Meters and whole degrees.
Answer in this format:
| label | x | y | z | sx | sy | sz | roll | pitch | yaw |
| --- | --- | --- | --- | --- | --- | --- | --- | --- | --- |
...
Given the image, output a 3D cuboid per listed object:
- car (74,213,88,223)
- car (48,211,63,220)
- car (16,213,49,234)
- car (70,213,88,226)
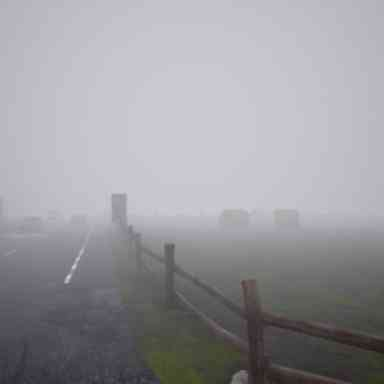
| label | x | y | z | sx | sy | sz | roll | pitch | yaw |
| --- | --- | --- | --- | --- | --- | --- | --- | --- | --- |
| car | -17.627 | 4.097 | 53.082 | 1.895 | 1.301 | 4.718 | 0 | -2 | -16 |
| car | -19.592 | 3.358 | 47.328 | 2.097 | 1.767 | 4.553 | 0 | -2 | -16 |
| car | -15.196 | 3.057 | 31.544 | 1.837 | 1.490 | 4.892 | 0 | -2 | -16 |
| car | -14.709 | 3.541 | 43.173 | 1.837 | 1.490 | 4.892 | 0 | -3 | -15 |
